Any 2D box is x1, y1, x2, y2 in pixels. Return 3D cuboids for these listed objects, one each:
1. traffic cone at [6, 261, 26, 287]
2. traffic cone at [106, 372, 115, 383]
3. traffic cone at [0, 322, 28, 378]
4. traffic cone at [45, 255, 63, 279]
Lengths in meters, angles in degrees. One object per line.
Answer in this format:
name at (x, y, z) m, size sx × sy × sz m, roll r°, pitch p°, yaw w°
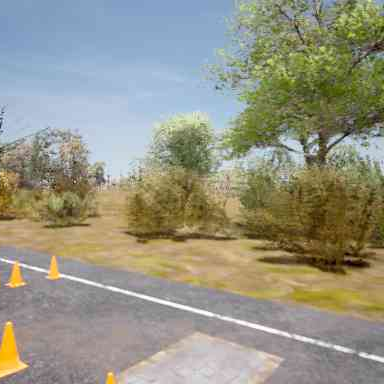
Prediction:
traffic cone at (-4.377, 2.019, 8.303) m, size 0.340 × 0.580 × 0.340 m, roll 0°, pitch -1°, yaw 37°
traffic cone at (-0.767, 1.989, 3.110) m, size 0.340 × 0.580 × 0.340 m, roll 0°, pitch -1°, yaw 37°
traffic cone at (-2.369, 1.990, 4.307) m, size 0.340 × 0.580 × 0.340 m, roll 0°, pitch -1°, yaw 37°
traffic cone at (-3.779, 2.032, 9.104) m, size 0.340 × 0.580 × 0.340 m, roll 0°, pitch -1°, yaw 37°
